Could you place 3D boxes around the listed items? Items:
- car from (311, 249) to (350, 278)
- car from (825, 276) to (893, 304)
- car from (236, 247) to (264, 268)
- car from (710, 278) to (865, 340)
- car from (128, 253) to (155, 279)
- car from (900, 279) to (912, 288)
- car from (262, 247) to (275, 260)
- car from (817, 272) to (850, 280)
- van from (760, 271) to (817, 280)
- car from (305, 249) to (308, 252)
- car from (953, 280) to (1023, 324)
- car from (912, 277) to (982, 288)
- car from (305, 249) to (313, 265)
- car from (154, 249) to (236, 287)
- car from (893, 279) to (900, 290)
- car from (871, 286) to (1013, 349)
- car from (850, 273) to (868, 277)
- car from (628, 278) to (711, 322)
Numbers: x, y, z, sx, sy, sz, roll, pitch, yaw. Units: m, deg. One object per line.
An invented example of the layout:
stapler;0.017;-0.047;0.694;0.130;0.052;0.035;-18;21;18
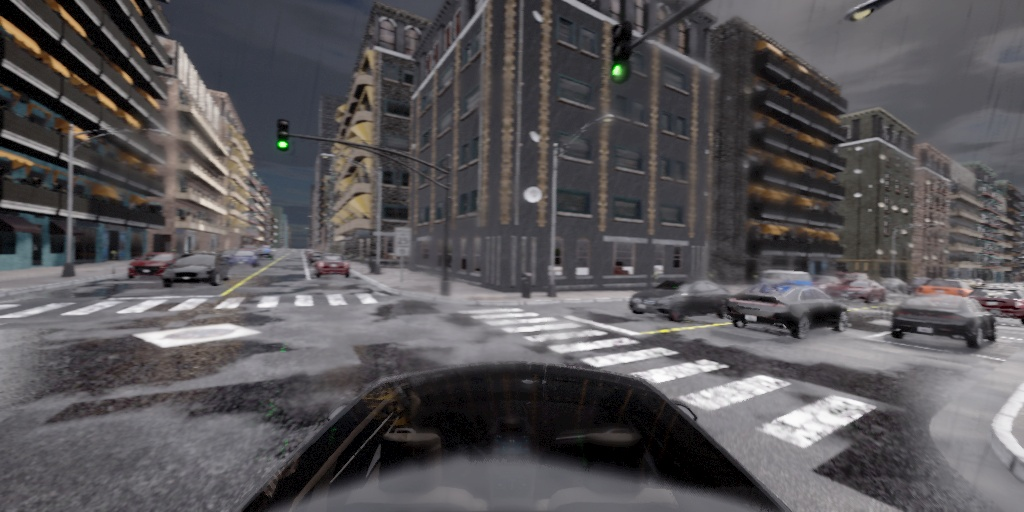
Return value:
car;-11.934;0.548;23.665;1.967;1.591;4.097;0;0;-30
car;22.576;2.255;23.313;4.674;1.442;1.812;2;0;-31
car;-23.187;0.224;31.225;1.812;1.442;4.674;1;1;-31
car;8.880;1.635;11.467;4.902;1.511;2.128;2;0;-31
car;-19.950;0.471;20.368;1.888;1.381;4.507;0;0;-30
car;37.113;2.800;31.944;5.357;1.411;2.033;2;0;-31
car;-32.586;-0.166;47.381;1.895;1.301;4.718;1;1;-30
car;22.700;2.186;26.433;4.097;1.591;1.967;0;0;-31
van;18.069;1.892;23.648;3.998;1.789;1.690;0;0;-31
car;-26.371;-0.057;48.017;1.888;1.381;4.507;0;0;-30
car;22.376;2.138;16.460;4.097;1.591;1.967;0;0;-31
car;27.845;2.290;22.868;4.553;1.767;2.097;2;0;-31
car;-20.634;0.247;38.253;1.948;1.339;4.313;0;0;-30
car;-15.022;0.607;17.301;1.837;1.490;4.892;1;1;-30
car;36.593;2.882;34.787;4.403;1.370;2.007;0;0;-31
car;13.115;1.858;10.891;4.403;1.370;2.007;0;0;-31
car;27.331;2.256;29.217;5.009;1.841;2.192;0;0;-31
car;6.558;1.581;13.705;4.674;1.442;1.812;2;0;-30
